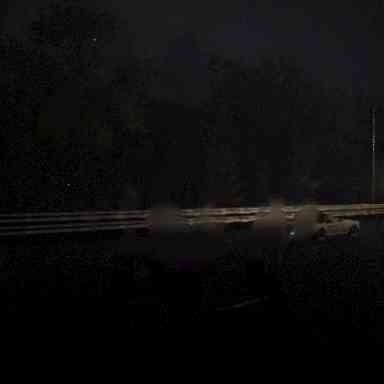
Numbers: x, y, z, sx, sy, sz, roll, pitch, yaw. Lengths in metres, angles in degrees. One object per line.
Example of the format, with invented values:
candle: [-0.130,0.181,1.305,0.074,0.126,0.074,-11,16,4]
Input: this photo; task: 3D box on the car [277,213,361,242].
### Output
car: [6.610,1.720,17.036,4.718,1.301,1.895,1,0,-35]
